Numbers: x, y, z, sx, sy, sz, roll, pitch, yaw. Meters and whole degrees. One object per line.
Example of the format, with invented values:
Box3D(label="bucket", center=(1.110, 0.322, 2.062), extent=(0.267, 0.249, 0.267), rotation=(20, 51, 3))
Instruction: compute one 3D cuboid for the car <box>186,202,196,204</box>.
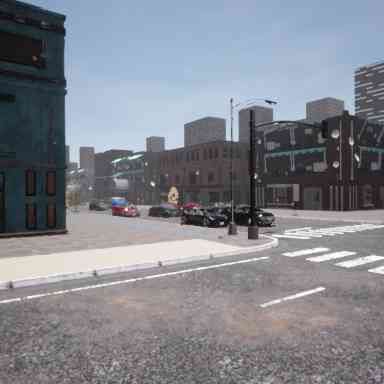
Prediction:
Box3D(label="car", center=(-0.353, 1.901, 40.921), extent=(1.802, 1.307, 4.206), rotation=(-2, 0, -36))

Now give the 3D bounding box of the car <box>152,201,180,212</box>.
Box3D(label="car", center=(-3.569, 1.964, 45.425), extent=(1.802, 1.307, 4.206), rotation=(-2, 0, -36))

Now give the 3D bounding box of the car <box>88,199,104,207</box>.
Box3D(label="car", center=(-19.659, 2.225, 67.944), extent=(1.887, 1.381, 4.507), rotation=(-1, 0, -36))

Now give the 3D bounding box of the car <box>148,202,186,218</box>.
Box3D(label="car", center=(-2.881, 1.899, 34.519), extent=(1.994, 1.385, 4.181), rotation=(-1, 0, -36))

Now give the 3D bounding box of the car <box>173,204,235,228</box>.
Box3D(label="car", center=(0.797, 1.813, 24.686), extent=(1.947, 1.339, 4.313), rotation=(-2, 0, -36))

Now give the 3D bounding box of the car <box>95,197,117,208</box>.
Box3D(label="car", center=(-16.446, 1.937, 63.440), extent=(2.192, 1.841, 5.009), rotation=(-1, 0, -36))

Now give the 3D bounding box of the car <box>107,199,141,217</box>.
Box3D(label="car", center=(-7.173, 1.845, 36.048), extent=(1.967, 1.590, 4.097), rotation=(-1, 0, -36))

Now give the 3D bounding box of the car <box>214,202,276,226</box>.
Box3D(label="car", center=(4.018, 1.704, 24.799), extent=(1.837, 1.490, 4.892), rotation=(-1, 0, -34))

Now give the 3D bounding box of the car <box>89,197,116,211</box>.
Box3D(label="car", center=(-13.551, 1.892, 49.529), extent=(2.097, 1.767, 4.553), rotation=(-1, 0, -35))
